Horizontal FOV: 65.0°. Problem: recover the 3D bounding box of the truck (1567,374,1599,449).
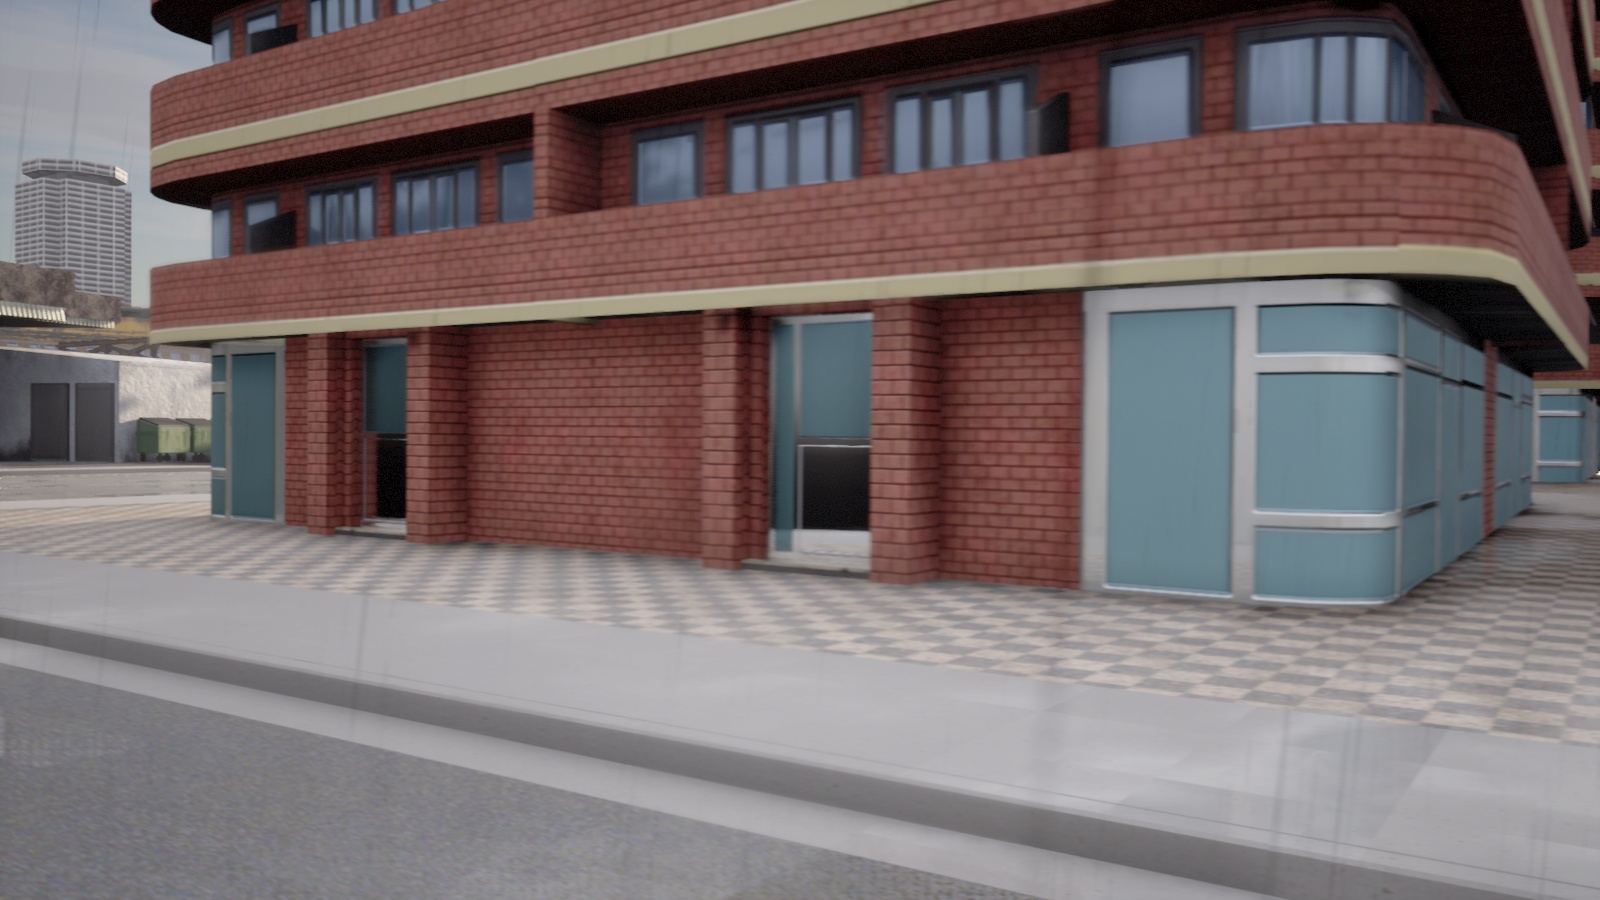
[{"bbox_3d":[44.235,-2.072,64.093,8.468,3.827,2.891,-1,0,34],"label":"truck"}]
